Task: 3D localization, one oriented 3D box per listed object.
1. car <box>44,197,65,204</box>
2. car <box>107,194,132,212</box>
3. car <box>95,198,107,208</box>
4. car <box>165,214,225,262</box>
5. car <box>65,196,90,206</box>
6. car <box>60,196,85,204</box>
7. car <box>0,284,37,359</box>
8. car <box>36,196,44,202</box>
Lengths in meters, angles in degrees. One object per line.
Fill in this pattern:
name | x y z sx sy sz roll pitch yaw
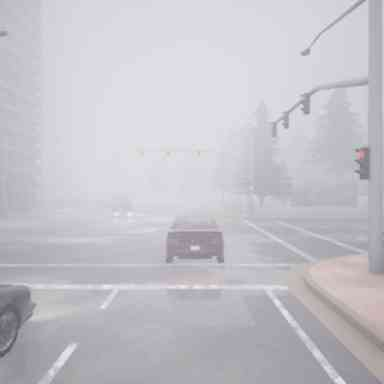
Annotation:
car | -27.202 1.732 68.658 5.357 1.411 2.033 0 0 23
car | -9.074 1.340 42.200 2.150 2.045 5.566 0 0 -20
car | -13.452 1.692 51.547 2.033 1.411 5.357 0 0 -33
car | 0.096 1.540 12.403 1.882 1.535 5.008 0 0 0
car | -20.144 1.659 59.565 4.902 1.511 2.128 0 0 43
car | -25.825 1.679 71.868 5.008 1.535 1.882 0 0 23
car | -3.431 1.556 2.910 2.033 1.411 5.357 0 0 0
car | -35.653 1.679 75.338 4.181 1.385 1.994 0 0 9
